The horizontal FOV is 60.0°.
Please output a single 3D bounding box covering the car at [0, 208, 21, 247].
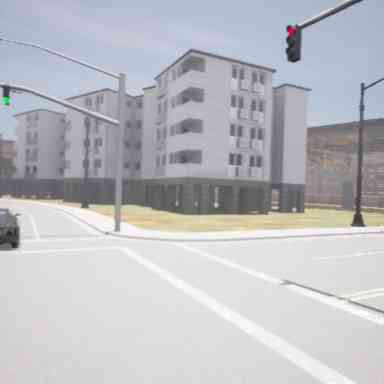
[{"bbox_3d":[-7.968,1.310,13.325,1.994,1.385,4.181,2,0,-27],"label":"car"}]
